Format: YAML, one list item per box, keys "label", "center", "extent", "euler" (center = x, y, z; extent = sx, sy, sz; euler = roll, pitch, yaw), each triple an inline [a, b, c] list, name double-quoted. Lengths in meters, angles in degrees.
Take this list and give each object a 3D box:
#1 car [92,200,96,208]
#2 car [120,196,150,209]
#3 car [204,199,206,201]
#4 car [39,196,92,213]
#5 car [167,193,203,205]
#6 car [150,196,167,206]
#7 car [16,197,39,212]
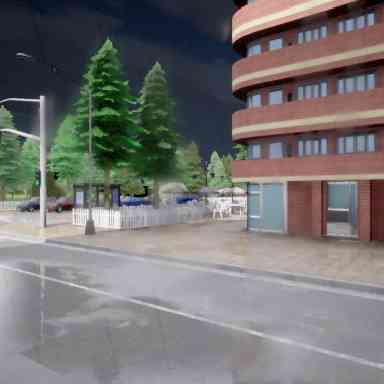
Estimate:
- label: "car"
  center: [-12.095, 1.508, 44.222]
  extent: [1.994, 1.385, 4.181]
  euler: [0, 0, 35]
- label: "car"
  center: [-8.237, 1.422, 43.557]
  extent: [1.882, 1.535, 5.008]
  euler: [0, 0, 37]
- label: "car"
  center: [0.474, 1.508, 57.900]
  extent: [4.181, 1.385, 1.994]
  euler: [0, 0, -37]
- label: "car"
  center: [-13.645, 1.296, 36.113]
  extent: [2.097, 1.767, 4.553]
  euler: [0, 0, 36]
- label: "car"
  center: [-1.415, 1.166, 51.748]
  extent: [5.566, 2.045, 2.150]
  euler: [0, 0, -44]
- label: "car"
  center: [-6.673, 1.449, 51.037]
  extent: [1.837, 1.490, 4.892]
  euler: [0, 0, 41]
- label: "car"
  center: [-17.130, 1.296, 37.251]
  extent: [2.097, 1.767, 4.553]
  euler: [0, 0, 35]
